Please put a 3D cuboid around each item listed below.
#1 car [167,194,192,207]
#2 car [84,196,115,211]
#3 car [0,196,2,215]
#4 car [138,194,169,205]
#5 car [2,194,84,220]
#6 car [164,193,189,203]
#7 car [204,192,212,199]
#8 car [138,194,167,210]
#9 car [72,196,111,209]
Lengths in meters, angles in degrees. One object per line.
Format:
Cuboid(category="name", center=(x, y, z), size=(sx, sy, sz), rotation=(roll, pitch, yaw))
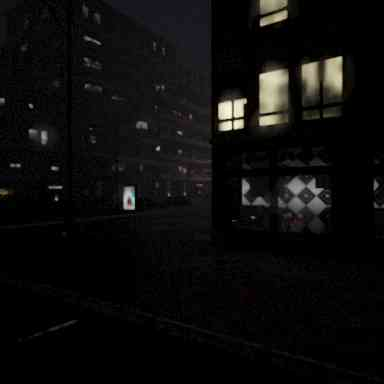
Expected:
Cuboid(category="car", center=(-1.802, 1.089, 39.300), size=(1.947, 1.339, 4.313), rotation=(1, 2, 35))
Cuboid(category="car", center=(-10.727, 1.170, 36.648), size=(2.128, 1.511, 4.902), rotation=(0, 1, 35))
Cuboid(category="car", center=(-16.141, 1.360, 28.887), size=(1.837, 1.490, 4.892), rotation=(0, 1, 36))
Cuboid(category="car", center=(-5.539, 0.997, 48.590), size=(2.008, 1.369, 4.403), rotation=(1, 2, 35))
Cuboid(category="car", center=(-11.322, 1.150, 25.645), size=(2.192, 1.841, 5.009), rotation=(1, 2, 35))
Cuboid(category="car", center=(-2.366, 0.923, 53.138), size=(1.802, 1.307, 4.206), rotation=(1, 2, 35))
Cuboid(category="car", center=(3.980, 0.674, 62.235), size=(1.887, 1.381, 4.507), rotation=(1, 2, 35))
Cuboid(category="car", center=(-4.975, 1.193, 34.749), size=(1.947, 1.339, 4.313), rotation=(1, 2, 35))
Cuboid(category="car", center=(-11.884, 1.238, 39.493), size=(1.802, 1.307, 4.206), rotation=(1, 2, 35))
